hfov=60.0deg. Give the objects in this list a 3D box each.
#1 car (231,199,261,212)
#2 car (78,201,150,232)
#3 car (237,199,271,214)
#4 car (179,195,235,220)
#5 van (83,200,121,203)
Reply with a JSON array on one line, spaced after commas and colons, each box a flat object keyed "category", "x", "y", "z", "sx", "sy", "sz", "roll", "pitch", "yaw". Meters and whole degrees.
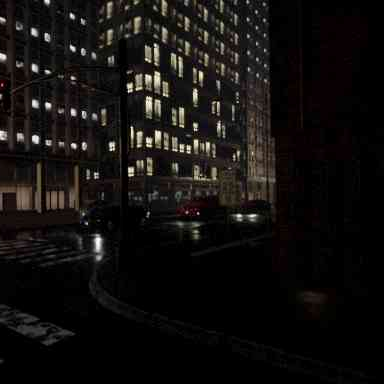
[{"category": "car", "x": 6.799, "y": 1.683, "z": 41.405, "sx": 1.752, "sy": 1.417, "sz": 4.829, "roll": -2, "pitch": -1, "yaw": 36}, {"category": "car", "x": -4.682, "y": 1.567, "z": 20.958, "sx": 1.837, "sy": 1.490, "sz": 4.892, "roll": -1, "pitch": -1, "yaw": 33}, {"category": "car", "x": 7.209, "y": 1.579, "z": 37.512, "sx": 1.882, "sy": 1.535, "sz": 5.008, "roll": -1, "pitch": -1, "yaw": 36}, {"category": "car", "x": 1.206, "y": 1.303, "z": 29.149, "sx": 2.150, "sy": 2.045, "sz": 5.566, "roll": -1, "pitch": -1, "yaw": 36}, {"category": "van", "x": -6.029, "y": 1.455, "z": 23.491, "sx": 1.690, "sy": 1.788, "sz": 3.998, "roll": -1, "pitch": -1, "yaw": 36}]
